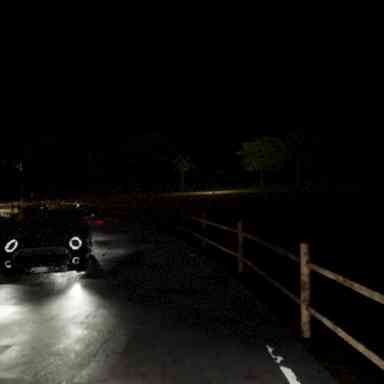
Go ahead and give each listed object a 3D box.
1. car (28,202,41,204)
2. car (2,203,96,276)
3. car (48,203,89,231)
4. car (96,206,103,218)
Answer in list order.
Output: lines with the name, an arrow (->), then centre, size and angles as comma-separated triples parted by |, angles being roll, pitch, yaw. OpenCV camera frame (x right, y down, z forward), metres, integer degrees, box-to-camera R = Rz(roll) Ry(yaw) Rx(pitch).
car -> -19.830, 1.951, 41.920 | 4.181, 1.385, 1.994 | -2, 0, 40
car -> -4.367, 1.393, 10.631 | 2.097, 1.767, 4.553 | -1, 0, -14
car -> -8.577, 1.617, 22.872 | 2.128, 1.511, 4.902 | -1, 0, -26
car -> -10.028, 1.762, 31.177 | 1.895, 1.301, 4.718 | -1, 0, -35
